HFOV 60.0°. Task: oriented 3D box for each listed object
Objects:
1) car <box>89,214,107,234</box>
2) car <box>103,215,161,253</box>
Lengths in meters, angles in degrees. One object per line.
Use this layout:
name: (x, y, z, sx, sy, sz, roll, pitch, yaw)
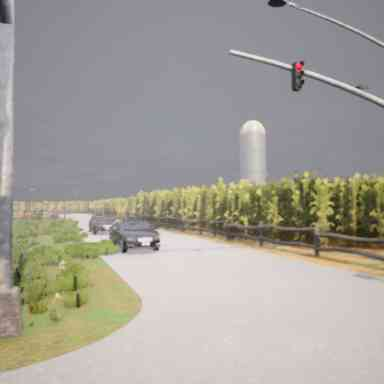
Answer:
car: (-7.414, 2.625, 27.640, 2.128, 1.511, 4.902, 0, -2, -23)
car: (-3.060, 2.193, 17.412, 2.128, 1.511, 4.902, 0, -2, -23)
